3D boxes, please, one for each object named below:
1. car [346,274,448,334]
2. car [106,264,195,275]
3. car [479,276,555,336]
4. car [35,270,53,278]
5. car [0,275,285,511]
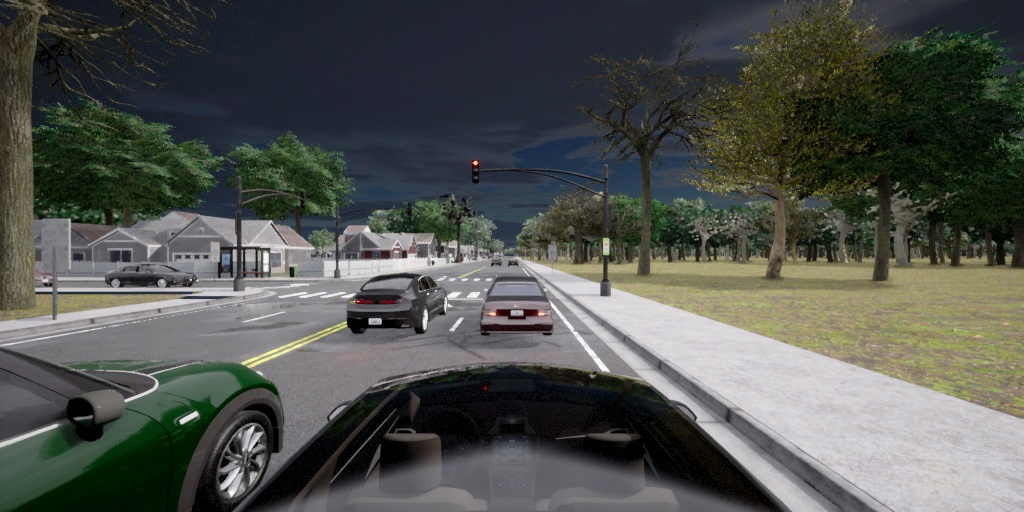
[{"bbox_3d":[-3.143,1.254,10.643,1.837,1.490,4.892,0,0,0],"label":"car"},{"bbox_3d":[-22.909,1.285,22.879,4.892,1.490,1.837,0,0,0],"label":"car"},{"bbox_3d":[0.114,1.297,10.392,2.033,1.411,5.357,0,0,0],"label":"car"},{"bbox_3d":[-32.197,1.321,22.956,4.674,1.442,1.812,0,0,0],"label":"car"},{"bbox_3d":[-3.148,1.102,1.446,2.097,1.767,4.553,0,0,0],"label":"car"}]
